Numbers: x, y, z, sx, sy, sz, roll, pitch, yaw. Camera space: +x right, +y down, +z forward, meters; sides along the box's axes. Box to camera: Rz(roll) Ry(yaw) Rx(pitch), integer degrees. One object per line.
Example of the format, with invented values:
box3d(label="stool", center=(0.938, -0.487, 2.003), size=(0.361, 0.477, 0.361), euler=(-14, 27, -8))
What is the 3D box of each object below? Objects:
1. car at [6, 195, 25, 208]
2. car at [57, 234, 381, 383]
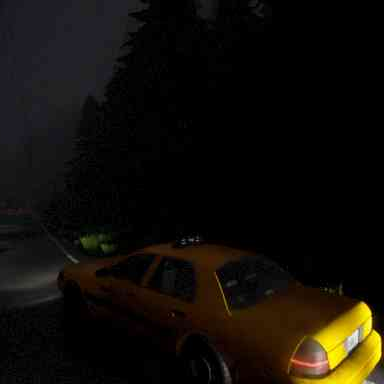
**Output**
box3d(label="car", center=(-21.183, 1.059, 40.015), size=(2.128, 1.511, 4.902), euler=(-2, 2, -27))
box3d(label="car", center=(-0.249, 1.418, 5.069), size=(5.366, 1.575, 1.801), euler=(1, 1, 44))
